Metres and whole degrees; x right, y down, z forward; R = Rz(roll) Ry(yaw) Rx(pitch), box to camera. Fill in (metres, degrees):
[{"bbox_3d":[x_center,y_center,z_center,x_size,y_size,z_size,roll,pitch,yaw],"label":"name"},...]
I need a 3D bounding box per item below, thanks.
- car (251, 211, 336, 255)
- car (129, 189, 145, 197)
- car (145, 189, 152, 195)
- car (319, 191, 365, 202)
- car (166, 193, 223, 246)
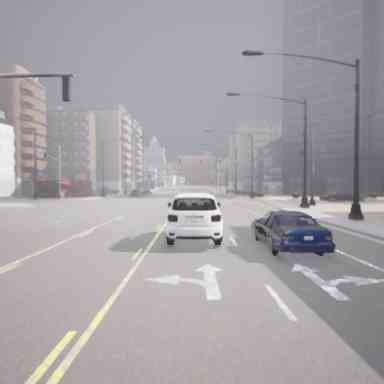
[{"bbox_3d":[3.590,1.424,12.713,2.033,1.411,5.357,0,1,0],"label":"car"},{"bbox_3d":[-10.529,0.204,62.351,1.837,1.490,4.892,0,1,1],"label":"car"},{"bbox_3d":[-10.507,0.033,77.331,1.994,1.385,4.181,0,1,0],"label":"car"},{"bbox_3d":[19.802,0.613,43.967,5.357,1.411,2.033,0,2,1],"label":"car"},{"bbox_3d":[0.092,1.058,14.509,2.150,2.045,5.566,0,1,0],"label":"car"}]
